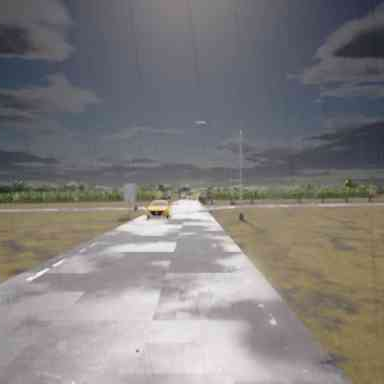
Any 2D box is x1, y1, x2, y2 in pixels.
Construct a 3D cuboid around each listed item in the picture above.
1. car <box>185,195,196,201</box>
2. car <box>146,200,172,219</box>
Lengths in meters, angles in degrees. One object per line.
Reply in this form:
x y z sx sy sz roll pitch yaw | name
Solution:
-0.051 1.629 92.415 2.097 1.767 4.553 0 -1 0 | car
-2.837 1.461 29.321 1.882 1.535 5.008 0 0 0 | car
